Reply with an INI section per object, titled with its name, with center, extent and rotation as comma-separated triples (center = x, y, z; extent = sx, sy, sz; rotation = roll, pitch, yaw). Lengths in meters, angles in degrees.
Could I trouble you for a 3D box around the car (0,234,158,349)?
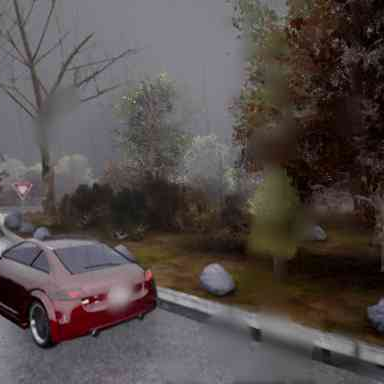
[car]
center = -2.586, 1.497, 6.288
extent = 4.181, 1.385, 1.994
rotation = 1, 1, 41
